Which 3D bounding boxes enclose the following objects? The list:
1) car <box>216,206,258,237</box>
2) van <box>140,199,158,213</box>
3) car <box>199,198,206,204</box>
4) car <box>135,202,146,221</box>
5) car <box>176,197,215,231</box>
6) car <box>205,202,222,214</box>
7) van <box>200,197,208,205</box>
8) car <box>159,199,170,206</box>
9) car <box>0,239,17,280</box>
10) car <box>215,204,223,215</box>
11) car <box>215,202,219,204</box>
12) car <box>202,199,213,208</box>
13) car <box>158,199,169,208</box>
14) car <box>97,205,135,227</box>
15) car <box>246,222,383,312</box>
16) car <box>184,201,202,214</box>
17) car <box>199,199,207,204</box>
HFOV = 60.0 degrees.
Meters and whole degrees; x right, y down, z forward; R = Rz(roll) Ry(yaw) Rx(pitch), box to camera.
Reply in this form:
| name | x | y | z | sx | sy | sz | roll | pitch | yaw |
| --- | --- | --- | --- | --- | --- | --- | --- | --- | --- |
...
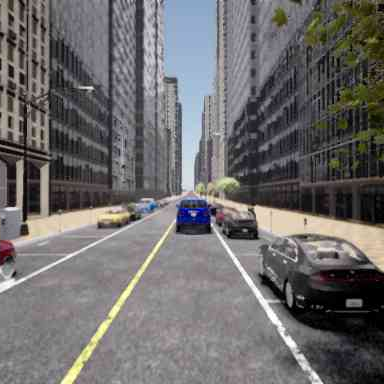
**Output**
| name | x | y | z | sx | sy | sz | roll | pitch | yaw |
| --- | --- | --- | --- | --- | --- | --- | --- | --- | --- |
| car | 2.686 | 1.735 | 19.082 | 2.008 | 1.369 | 4.403 | 0 | -1 | 0 |
| van | -5.697 | 1.731 | 41.872 | 1.690 | 1.788 | 3.998 | 0 | -1 | 0 |
| car | 2.682 | 2.336 | 87.446 | 1.802 | 1.307 | 4.206 | 0 | 0 | 0 |
| car | -5.695 | 1.854 | 30.475 | 1.947 | 1.339 | 4.313 | 0 | -1 | 0 |
| car | 0.098 | 1.435 | 22.219 | 2.150 | 2.045 | 5.566 | 0 | 0 | 0 |
| car | 2.684 | 1.934 | 41.870 | 1.887 | 1.381 | 4.507 | 0 | -1 | 0 |
| van | 2.682 | 2.011 | 76.054 | 1.690 | 1.788 | 3.998 | 0 | 0 | 0 |
| car | -5.698 | 2.177 | 70.355 | 2.008 | 1.369 | 4.403 | 0 | 0 | 0 |
| car | -5.694 | 1.658 | 7.688 | 1.802 | 1.307 | 4.206 | 0 | -1 | 0 |
| car | 2.685 | 1.819 | 24.779 | 1.802 | 1.307 | 4.206 | 0 | -1 | 0 |
| car | 2.685 | 1.905 | 36.172 | 1.947 | 1.339 | 4.313 | 0 | -1 | 0 |
| car | 2.683 | 2.062 | 59.131 | 1.752 | 1.417 | 4.829 | 0 | 0 | 0 |
| car | -5.697 | 2.086 | 58.961 | 2.008 | 1.369 | 4.403 | 0 | 0 | 0 |
| car | -5.695 | 1.761 | 24.609 | 1.752 | 1.417 | 4.829 | 0 | -1 | 0 |
| car | 2.686 | 1.627 | 7.688 | 2.008 | 1.369 | 4.403 | 0 | -1 | 0 |
| car | 0.098 | 1.878 | 41.564 | 2.128 | 1.511 | 4.902 | 0 | -1 | 0 |
| car | 2.682 | 2.294 | 81.749 | 1.802 | 1.307 | 4.206 | 0 | 0 | 0 |
